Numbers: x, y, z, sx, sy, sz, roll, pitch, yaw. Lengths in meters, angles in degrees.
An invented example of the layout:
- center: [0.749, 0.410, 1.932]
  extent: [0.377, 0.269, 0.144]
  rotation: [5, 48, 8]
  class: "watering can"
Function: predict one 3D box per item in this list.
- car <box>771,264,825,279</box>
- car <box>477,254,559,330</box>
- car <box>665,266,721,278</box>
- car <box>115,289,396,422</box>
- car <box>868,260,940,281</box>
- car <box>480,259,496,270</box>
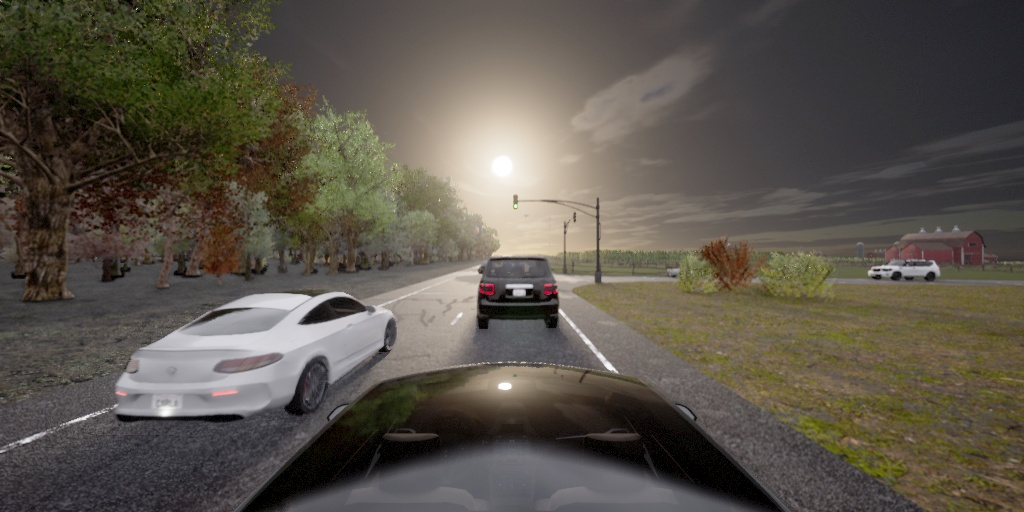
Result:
- center: [28.235, 1.561, 35.643]
  extent: [4.902, 1.511, 2.128]
  rotation: [1, -1, 0]
  class: "car"
- center: [0.102, 0.962, 11.285]
  extent: [2.150, 2.045, 5.566]
  rotation: [0, 0, -2]
  class: "car"
- center: [17.965, 1.558, 35.711]
  extent: [4.718, 1.301, 1.895]
  rotation: [1, -1, 1]
  class: "car"
- center: [-3.398, 1.271, 5.838]
  extent: [1.812, 1.442, 4.674]
  rotation: [0, 0, 0]
  class: "car"
- center: [38.867, 1.408, 35.587]
  extent: [5.566, 2.045, 2.150]
  rotation: [1, -1, 0]
  class: "car"
- center: [-3.383, 1.233, 51.618]
  extent: [2.033, 1.411, 5.357]
  rotation: [0, 0, 0]
  class: "car"
